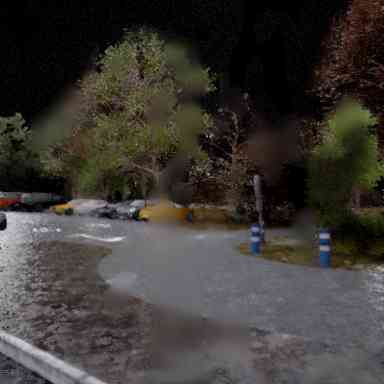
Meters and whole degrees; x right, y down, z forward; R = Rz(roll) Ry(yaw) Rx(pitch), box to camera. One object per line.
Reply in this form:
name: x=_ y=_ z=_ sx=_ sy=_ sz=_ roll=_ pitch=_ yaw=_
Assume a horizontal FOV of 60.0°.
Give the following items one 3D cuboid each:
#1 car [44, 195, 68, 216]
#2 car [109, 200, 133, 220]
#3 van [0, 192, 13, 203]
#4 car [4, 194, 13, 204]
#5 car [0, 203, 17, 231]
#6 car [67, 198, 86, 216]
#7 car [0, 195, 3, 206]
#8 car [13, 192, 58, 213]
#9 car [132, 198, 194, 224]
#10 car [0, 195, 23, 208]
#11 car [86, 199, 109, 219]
car: x=-10.750 y=1.358 z=31.521 sx=1.946 sy=1.575 sz=5.366 roll=1 pitch=1 yaw=36
car: x=-3.999 y=1.332 z=26.886 sx=2.185 sy=1.767 sz=4.553 roll=1 pitch=1 yaw=36
van: x=-19.635 y=1.005 z=38.348 sx=1.878 sy=1.987 sz=4.442 roll=1 pitch=0 yaw=36
car: x=-17.380 y=1.292 z=36.531 sx=2.163 sy=1.488 sz=4.792 roll=1 pitch=1 yaw=36
car: x=-11.622 y=1.497 z=16.182 sx=2.163 sy=1.488 sz=4.792 roll=1 pitch=1 yaw=36
car: x=-8.402 y=1.434 z=30.042 sx=2.002 sy=1.452 sz=4.674 roll=1 pitch=1 yaw=36
car: x=-28.560 y=1.157 z=44.693 sx=2.097 sy=1.535 sz=5.008 roll=0 pitch=0 yaw=36
car: x=-15.104 y=1.044 z=34.948 sx=2.435 sy=2.045 sz=5.566 roll=1 pitch=1 yaw=36
car: x=-1.779 y=1.490 z=25.229 sx=2.097 sy=1.535 sz=5.008 roll=1 pitch=1 yaw=36
car: x=-24.066 y=1.213 z=41.458 sx=2.163 sy=1.488 sz=4.792 roll=0 pitch=0 yaw=36
car: x=-6.176 y=1.456 z=28.392 sx=2.163 sy=1.488 sz=4.792 roll=1 pitch=1 yaw=36
